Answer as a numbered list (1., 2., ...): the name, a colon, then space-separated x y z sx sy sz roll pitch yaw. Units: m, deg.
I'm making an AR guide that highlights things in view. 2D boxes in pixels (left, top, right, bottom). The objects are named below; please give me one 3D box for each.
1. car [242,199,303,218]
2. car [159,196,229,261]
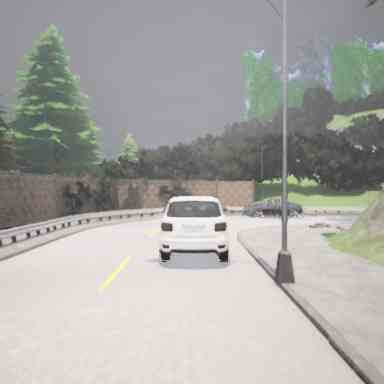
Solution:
1. car: 6.610 1.350 27.337 4.902 1.511 2.128 0 0 -5
2. car: 0.118 1.159 12.142 2.150 2.045 5.566 0 0 2
